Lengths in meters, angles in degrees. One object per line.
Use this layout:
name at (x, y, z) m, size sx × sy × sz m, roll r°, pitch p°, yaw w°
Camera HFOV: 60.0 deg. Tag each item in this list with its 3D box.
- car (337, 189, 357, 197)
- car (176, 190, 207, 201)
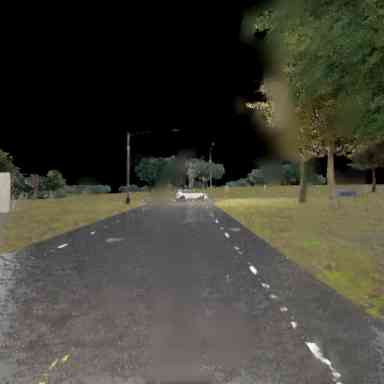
car at (30.007, 0.205, 66.061) m, size 5.008 × 1.535 × 1.882 m, roll -1°, pitch -1°, yaw -1°
car at (-0.085, 0.600, 58.527) m, size 5.566 × 2.045 × 2.150 m, roll 0°, pitch 0°, yaw 0°
